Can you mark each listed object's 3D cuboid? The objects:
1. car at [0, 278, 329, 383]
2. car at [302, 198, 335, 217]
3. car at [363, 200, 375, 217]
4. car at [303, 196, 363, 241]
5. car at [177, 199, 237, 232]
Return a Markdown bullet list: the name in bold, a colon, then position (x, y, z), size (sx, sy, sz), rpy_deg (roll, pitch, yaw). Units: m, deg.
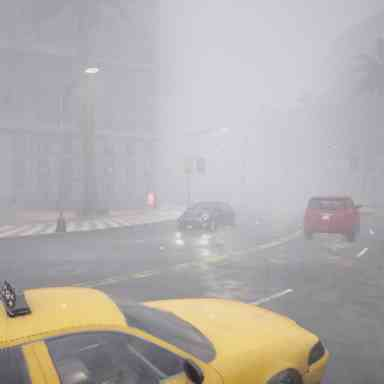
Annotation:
- **car**: position (-1.043, 1.453, 2.570), size (5.366, 1.575, 1.801), rpy_deg (0, 0, -36)
- **car**: position (12.124, 1.457, 32.129), size (1.882, 1.535, 5.008), rpy_deg (0, 0, 8)
- **car**: position (15.584, 1.459, 31.602), size (1.882, 1.535, 5.008), rpy_deg (0, 0, 8)
- **car**: position (7.186, 1.206, 16.891), size (2.150, 2.045, 5.566), rpy_deg (0, 0, 30)
- **car**: position (0.995, 1.333, 20.188), size (2.097, 1.767, 4.553), rpy_deg (0, 0, 30)
